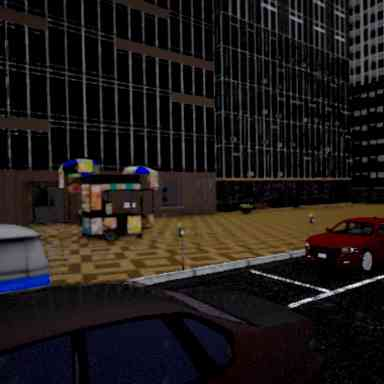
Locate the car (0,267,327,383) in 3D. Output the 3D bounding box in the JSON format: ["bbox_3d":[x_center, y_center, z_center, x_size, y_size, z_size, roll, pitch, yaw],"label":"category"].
[{"bbox_3d":[-1.193,1.545,2.528,5.357,1.411,2.033,0,0,-36],"label":"car"}]

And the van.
[{"bbox_3d":[-3.763,1.346,3.894,3.998,1.788,1.690,0,-1,-35],"label":"van"}]

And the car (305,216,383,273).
[{"bbox_3d":[5.396,1.486,10.428,4.507,1.381,1.887,0,-1,-36],"label":"car"}]
